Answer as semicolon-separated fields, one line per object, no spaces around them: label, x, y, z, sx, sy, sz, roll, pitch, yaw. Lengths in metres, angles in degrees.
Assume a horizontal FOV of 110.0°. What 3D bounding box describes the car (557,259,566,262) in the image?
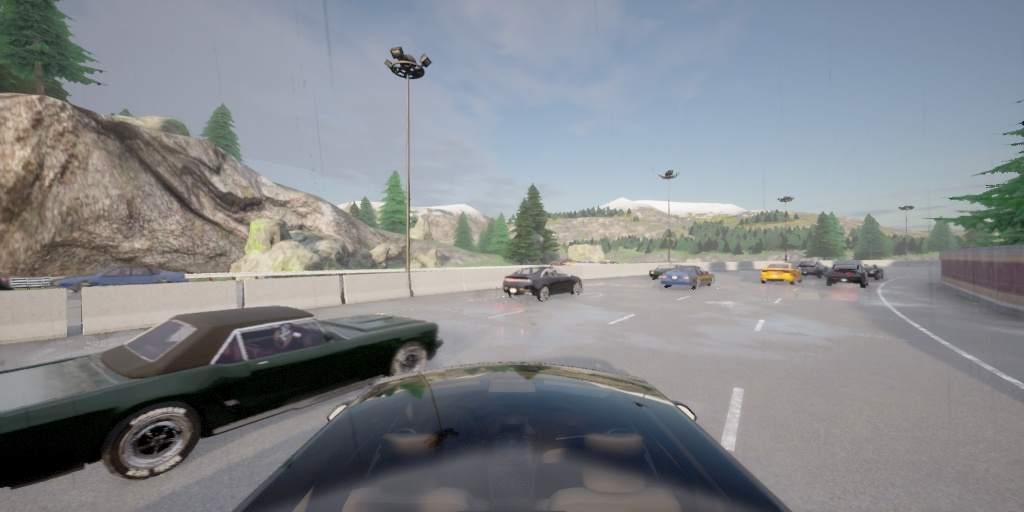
car;9.025;1.228;49.764;5.008;1.535;1.882;0;0;-40

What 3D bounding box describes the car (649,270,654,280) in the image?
car;13.286;1.350;29.800;4.718;1.301;1.895;0;0;-44

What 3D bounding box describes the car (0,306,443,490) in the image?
car;-3.182;1.350;4.863;1.895;1.301;4.718;0;0;34

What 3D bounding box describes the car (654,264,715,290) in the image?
car;11.238;1.297;22.788;2.033;1.411;5.357;0;0;43

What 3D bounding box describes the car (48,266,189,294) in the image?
car;-22.264;1.297;20.620;2.033;1.411;5.357;0;0;35

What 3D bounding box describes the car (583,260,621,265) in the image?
car;11.008;1.227;42.210;5.008;1.535;1.882;0;0;-41

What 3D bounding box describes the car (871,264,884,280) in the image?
car;30.456;1.351;30.848;4.718;1.301;1.895;0;0;-39

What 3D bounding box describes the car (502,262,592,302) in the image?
car;1.572;1.241;17.038;2.128;1.511;4.902;0;0;39

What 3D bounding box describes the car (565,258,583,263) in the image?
car;9.274;1.275;45.344;4.674;1.442;1.812;0;0;-41

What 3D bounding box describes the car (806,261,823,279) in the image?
car;27.764;1.241;33.153;4.902;1.511;2.128;0;0;-39

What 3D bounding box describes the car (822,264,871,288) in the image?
car;22.502;1.255;24.031;4.892;1.490;1.837;0;0;-43

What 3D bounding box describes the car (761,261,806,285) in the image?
car;19.807;1.227;26.298;5.008;1.535;1.882;0;0;-44

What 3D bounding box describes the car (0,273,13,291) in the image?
car;-22.709;1.102;13.556;2.097;1.767;4.553;0;0;33
